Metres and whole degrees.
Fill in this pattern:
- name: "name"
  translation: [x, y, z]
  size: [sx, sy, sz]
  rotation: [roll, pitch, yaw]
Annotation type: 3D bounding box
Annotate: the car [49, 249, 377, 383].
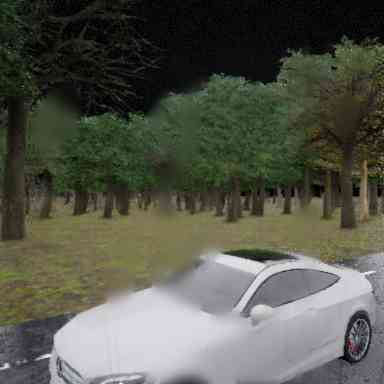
- name: "car"
  translation: [0.652, 1.557, 4.404]
  size: [4.674, 1.442, 1.812]
  rotation: [1, 0, -35]
